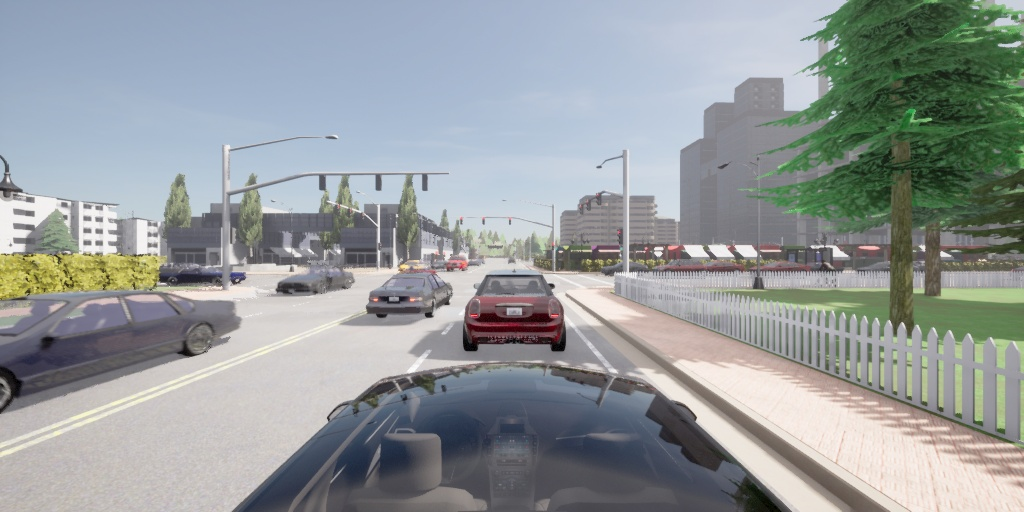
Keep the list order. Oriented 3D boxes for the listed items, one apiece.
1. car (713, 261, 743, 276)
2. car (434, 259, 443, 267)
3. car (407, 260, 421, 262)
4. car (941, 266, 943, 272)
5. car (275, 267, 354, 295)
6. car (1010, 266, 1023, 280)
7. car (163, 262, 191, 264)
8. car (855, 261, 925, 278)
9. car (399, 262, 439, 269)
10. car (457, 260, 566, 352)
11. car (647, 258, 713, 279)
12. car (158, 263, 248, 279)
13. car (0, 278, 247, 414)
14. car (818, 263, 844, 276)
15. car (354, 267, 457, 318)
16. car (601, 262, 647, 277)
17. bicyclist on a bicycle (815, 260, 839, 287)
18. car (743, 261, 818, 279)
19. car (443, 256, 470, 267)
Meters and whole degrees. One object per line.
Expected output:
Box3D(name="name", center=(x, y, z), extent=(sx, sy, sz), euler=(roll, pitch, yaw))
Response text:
Box3D(name="car", center=(20.548, 1.228, 36.006), extent=(5.008, 1.535, 1.882), euler=(0, 0, -1))
Box3D(name="car", center=(-10.610, 1.240, 52.912), extent=(2.128, 1.511, 4.902), euler=(0, 0, 0))
Box3D(name="car", center=(-10.612, 1.227, 38.544), extent=(1.882, 1.535, 5.008), euler=(0, 0, 0))
Box3D(name="car", center=(40.671, 1.242, 36.480), extent=(4.902, 1.511, 2.128), euler=(0, 0, -1))
Box3D(name="car", center=(-10.606, 1.297, 19.916), extent=(2.033, 1.411, 5.357), euler=(0, 0, 0))
Box3D(name="car", center=(43.873, 1.314, 29.428), extent=(4.181, 1.385, 1.994), euler=(0, 0, -3))
Box3D(name="car", center=(-25.396, 1.242, 27.753), extent=(4.902, 1.511, 2.128), euler=(0, 0, -2))
Box3D(name="car", center=(34.347, 1.255, 32.842), extent=(4.892, 1.490, 1.837), euler=(0, 0, -1))
Box3D(name="car", center=(-7.108, 1.351, 26.734), extent=(1.895, 1.301, 4.718), euler=(0, 0, 0))
Box3D(name="car", center=(0.062, 1.102, 9.112), extent=(2.097, 1.767, 4.553), euler=(0, 0, 0))
Box3D(name="car", center=(15.072, 1.102, 32.364), extent=(4.553, 1.767, 2.097), euler=(0, 0, -1))
Box3D(name="car", center=(-20.886, 1.351, 24.358), extent=(4.718, 1.301, 1.895), euler=(0, 0, -1))
Box3D(name="car", center=(-7.102, 1.297, 5.822), extent=(2.033, 1.411, 5.357), euler=(0, 0, 0))
Box3D(name="car", center=(30.446, 1.351, 36.253), extent=(4.718, 1.301, 1.895), euler=(0, 0, -1))
Box3D(name="car", center=(-3.421, 1.297, 12.947), extent=(2.033, 1.411, 5.357), euler=(0, 0, 0))
Box3D(name="car", center=(11.223, 1.276, 35.750), extent=(4.674, 1.442, 1.812), euler=(0, 0, -1))
Box3D(name="bicyclist on a bicycle", center=(18.787, 1.052, 21.472), extent=(0.582, 1.620, 1.656), euler=(0, 0, -1))
Box3D(name="car", center=(24.285, 1.228, 32.596), extent=(5.008, 1.535, 1.882), euler=(0, 0, -1))
Box3D(name="car", center=(-7.076, 0.972, 46.361), extent=(2.150, 2.045, 5.566), euler=(0, 0, -1))
